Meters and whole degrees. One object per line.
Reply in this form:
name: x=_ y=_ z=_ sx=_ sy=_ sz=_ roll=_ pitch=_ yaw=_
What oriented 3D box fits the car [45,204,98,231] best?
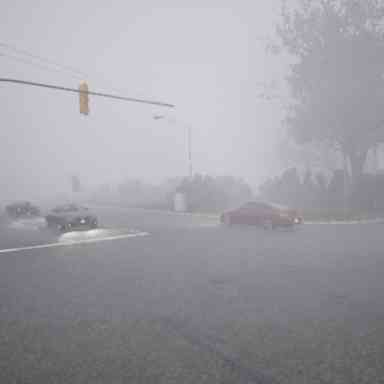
car: x=-7.193 y=1.423 z=19.692 sx=1.994 sy=1.385 sz=4.181 roll=-2 pitch=1 yaw=-39

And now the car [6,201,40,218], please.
car: x=-14.886 y=1.478 z=29.288 sx=1.895 sy=1.301 sz=4.718 roll=-2 pitch=1 yaw=-39

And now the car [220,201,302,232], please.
car: x=3.540 y=1.191 z=17.650 sx=1.812 sy=1.442 sz=4.674 roll=-2 pitch=1 yaw=-39
